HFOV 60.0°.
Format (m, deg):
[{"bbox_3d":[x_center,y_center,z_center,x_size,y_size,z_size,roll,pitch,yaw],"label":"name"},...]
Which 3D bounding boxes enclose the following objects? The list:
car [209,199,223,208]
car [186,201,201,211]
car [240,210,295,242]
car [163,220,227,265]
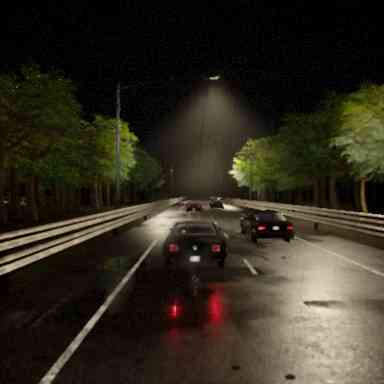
[{"bbox_3d":[3.766,1.801,51.823,1.994,1.385,4.181,0,0,0],"label":"car"},{"bbox_3d":[0.236,1.788,42.656,1.895,1.301,4.718,0,0,0],"label":"car"},{"bbox_3d":[3.642,1.619,16.882,2.033,1.411,5.357,0,0,0],"label":"car"},{"bbox_3d":[0.107,1.647,11.780,1.895,1.301,4.718,0,0,1],"label":"car"}]
